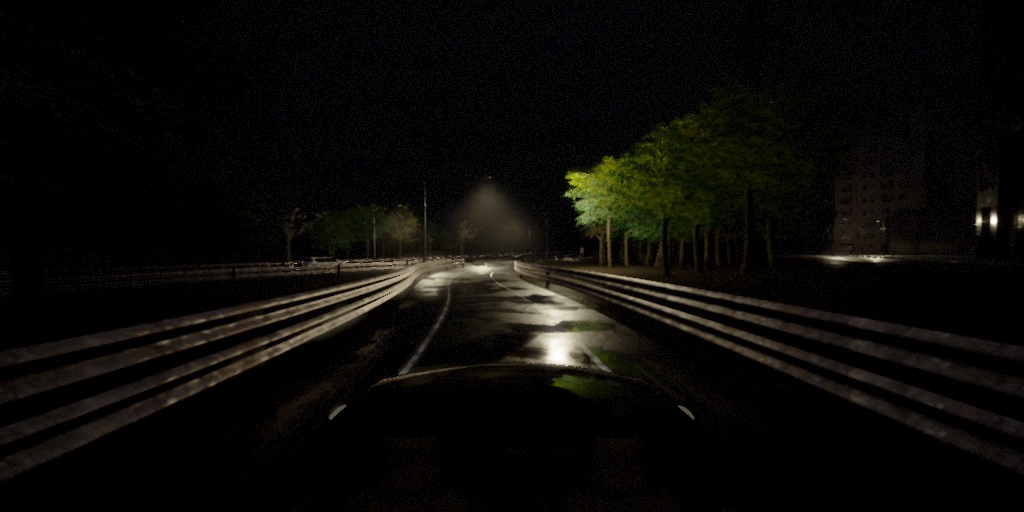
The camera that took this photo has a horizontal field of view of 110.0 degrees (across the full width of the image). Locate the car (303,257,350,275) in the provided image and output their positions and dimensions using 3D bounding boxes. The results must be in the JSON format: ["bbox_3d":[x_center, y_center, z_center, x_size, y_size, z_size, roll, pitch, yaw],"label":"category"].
[{"bbox_3d":[-23.578,1.145,45.578,2.150,2.045,5.566,0,1,31],"label":"car"}]
